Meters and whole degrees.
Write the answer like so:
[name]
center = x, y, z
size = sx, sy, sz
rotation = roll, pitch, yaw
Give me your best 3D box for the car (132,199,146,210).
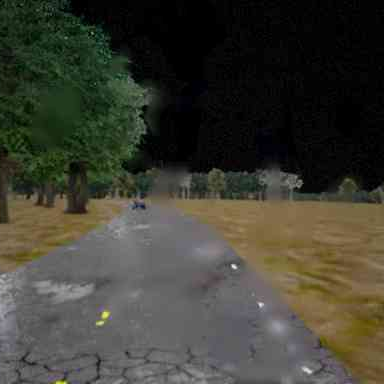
[car]
center = -7.365, 1.709, 46.256
size = 2.033, 1.411, 5.357
rotation = 0, 0, -10
